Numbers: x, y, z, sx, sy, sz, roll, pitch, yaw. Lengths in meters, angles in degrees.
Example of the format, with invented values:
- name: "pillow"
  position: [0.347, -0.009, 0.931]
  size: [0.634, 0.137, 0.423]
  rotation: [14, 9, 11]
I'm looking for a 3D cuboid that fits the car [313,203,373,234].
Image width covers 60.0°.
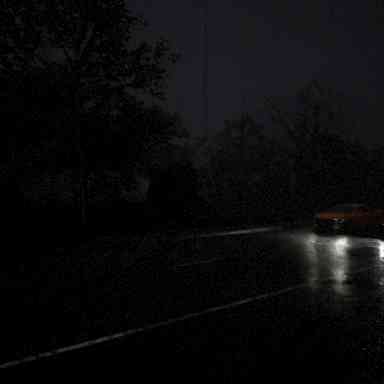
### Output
- name: "car"
  position: [8.960, 1.413, 18.986]
  size: [5.008, 1.535, 1.882]
  rotation: [0, 0, -36]

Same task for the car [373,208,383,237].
- name: "car"
  position: [10.983, 1.461, 16.130]
  size: [4.674, 1.442, 1.812]
  rotation: [0, 0, -36]
